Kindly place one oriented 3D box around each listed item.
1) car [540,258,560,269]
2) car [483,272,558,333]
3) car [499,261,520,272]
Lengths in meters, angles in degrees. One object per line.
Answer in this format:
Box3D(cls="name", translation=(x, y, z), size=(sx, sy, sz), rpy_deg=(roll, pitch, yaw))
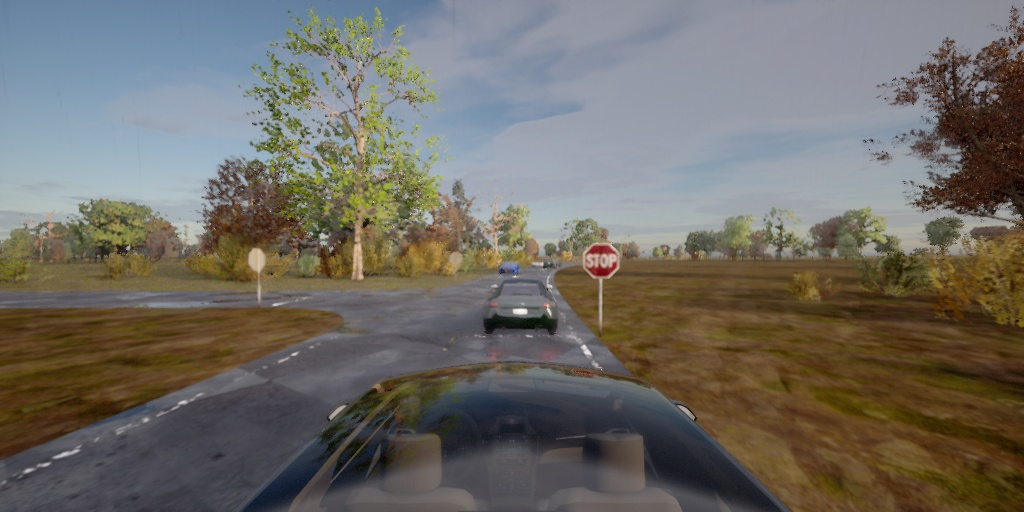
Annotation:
Box3D(cls="car", translation=(6.580, 1.278, 61.308), size=(2.097, 1.767, 4.553), rpy_deg=(0, 0, 13))
Box3D(cls="car", translation=(0.289, 1.343, 10.856), size=(1.994, 1.385, 4.181), rpy_deg=(0, 0, 2))
Box3D(cls="car", translation=(-0.258, 1.344, 40.829), size=(1.882, 1.535, 5.008), rpy_deg=(0, 0, 8))
